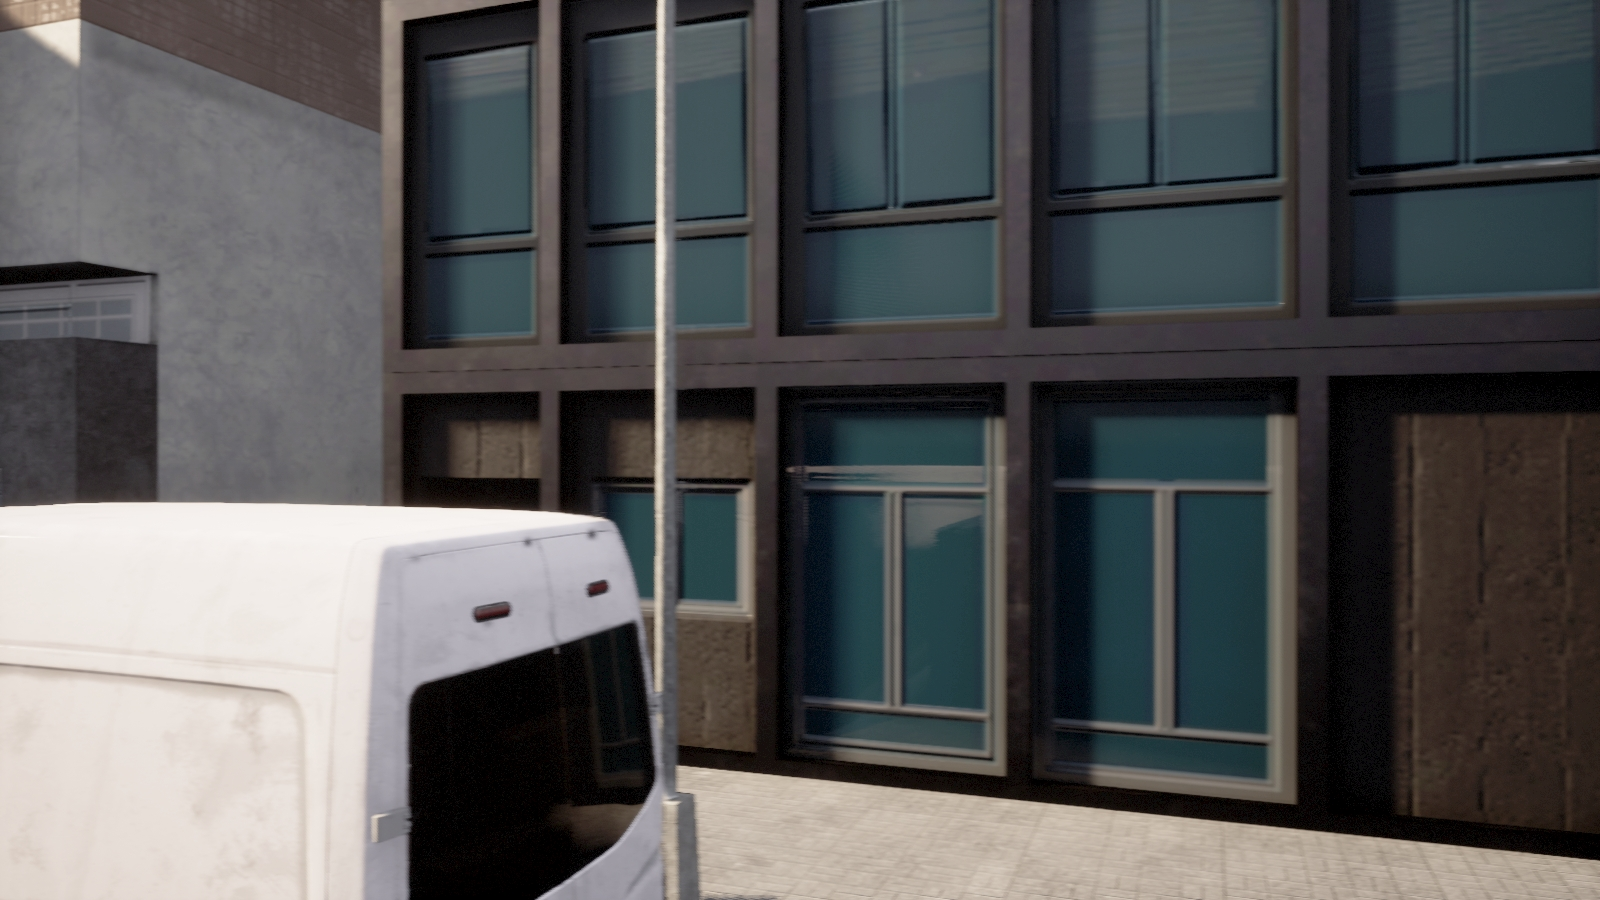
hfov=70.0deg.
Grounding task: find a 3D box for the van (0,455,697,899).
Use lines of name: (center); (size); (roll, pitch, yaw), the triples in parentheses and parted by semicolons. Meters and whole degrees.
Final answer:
van: (-3.574, 1.312, 5.082); (5.915, 2.561, 1.988); (0, 0, 20)
